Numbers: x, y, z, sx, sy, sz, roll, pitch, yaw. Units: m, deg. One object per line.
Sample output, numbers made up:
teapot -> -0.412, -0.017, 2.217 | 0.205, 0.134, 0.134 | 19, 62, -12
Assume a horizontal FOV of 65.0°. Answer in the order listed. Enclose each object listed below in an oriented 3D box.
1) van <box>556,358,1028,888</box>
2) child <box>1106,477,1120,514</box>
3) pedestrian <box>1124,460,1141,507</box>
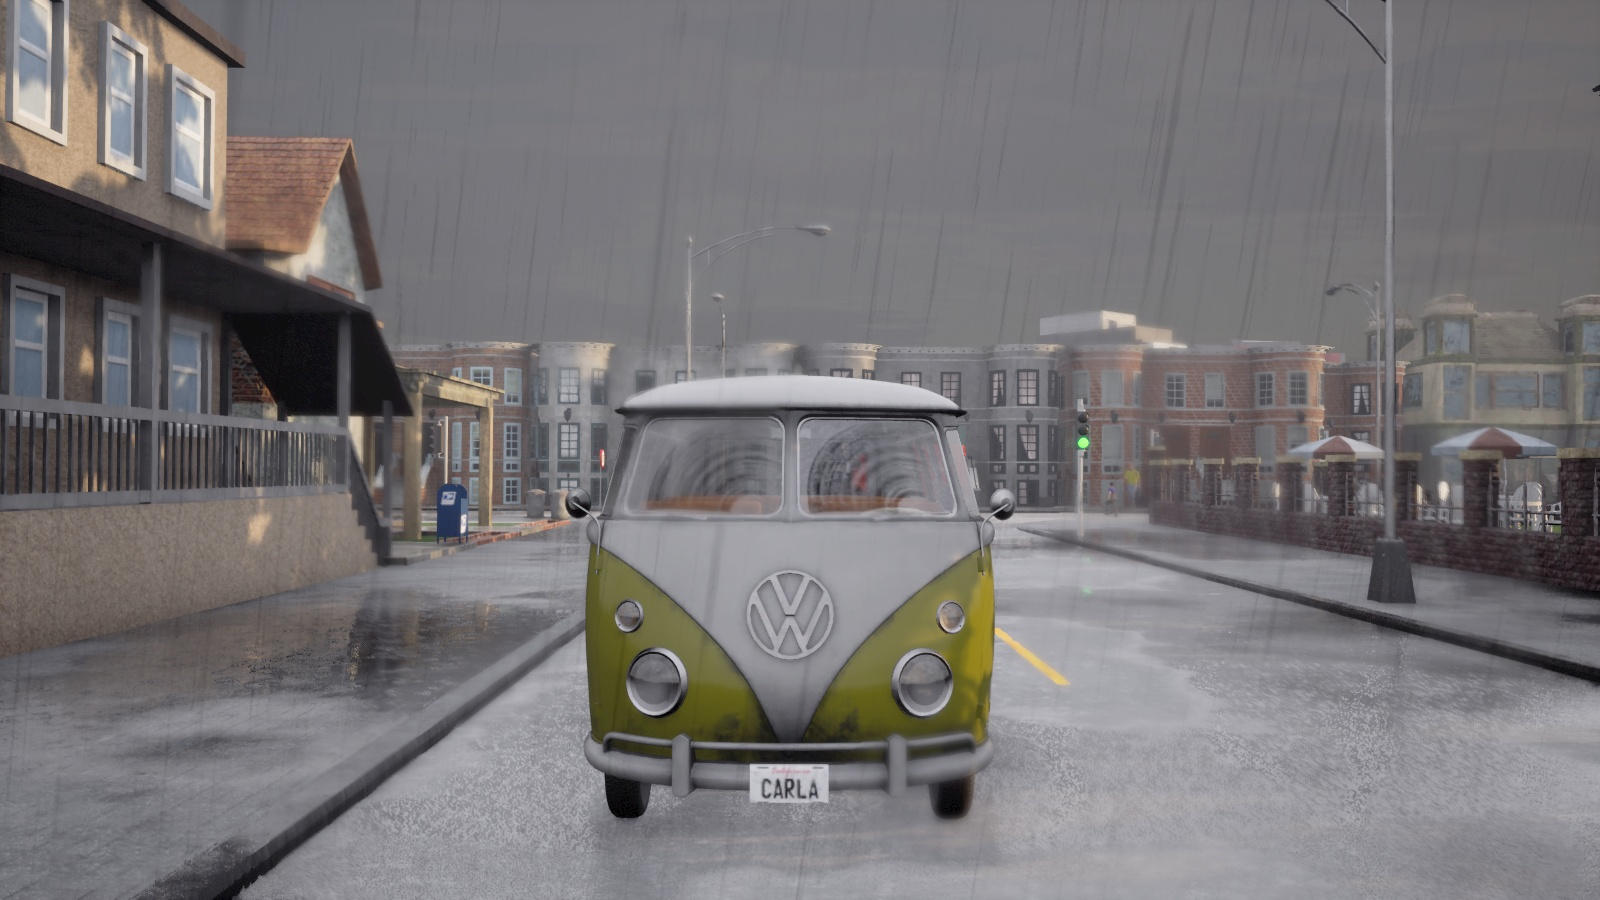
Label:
van -> -0.043, 0.684, 6.958 | 1.775, 1.987, 4.442 | 0, -1, 0
child -> 10.906, 1.579, 43.806 | 0.270, 1.263, 0.437 | 0, -1, -21
pedestrian -> 12.979, 1.293, 48.993 | 0.354, 1.836, 0.706 | -1, -1, 39
